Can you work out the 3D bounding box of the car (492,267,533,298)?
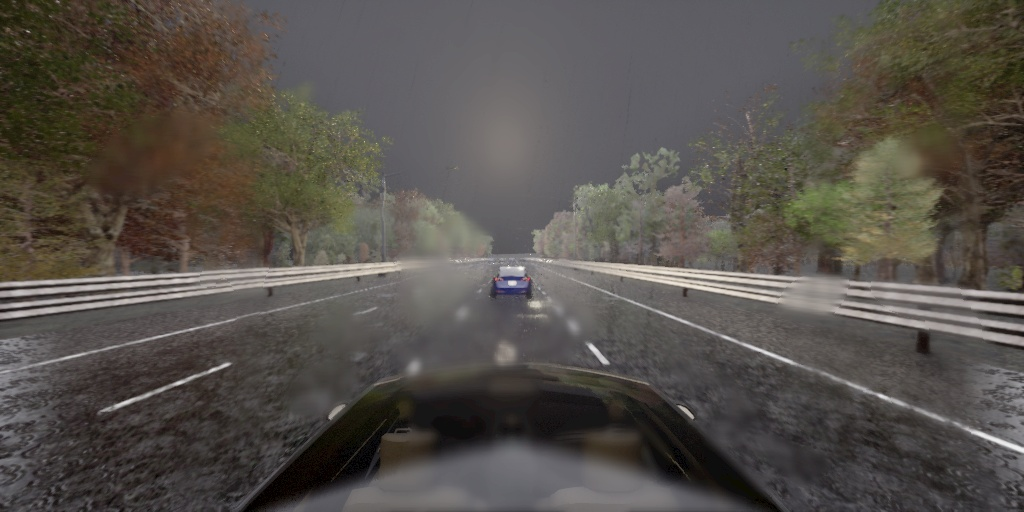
[{"bbox_3d":[0.014,1.278,18.699,2.163,1.488,4.792,0,0,0],"label":"car"}]
